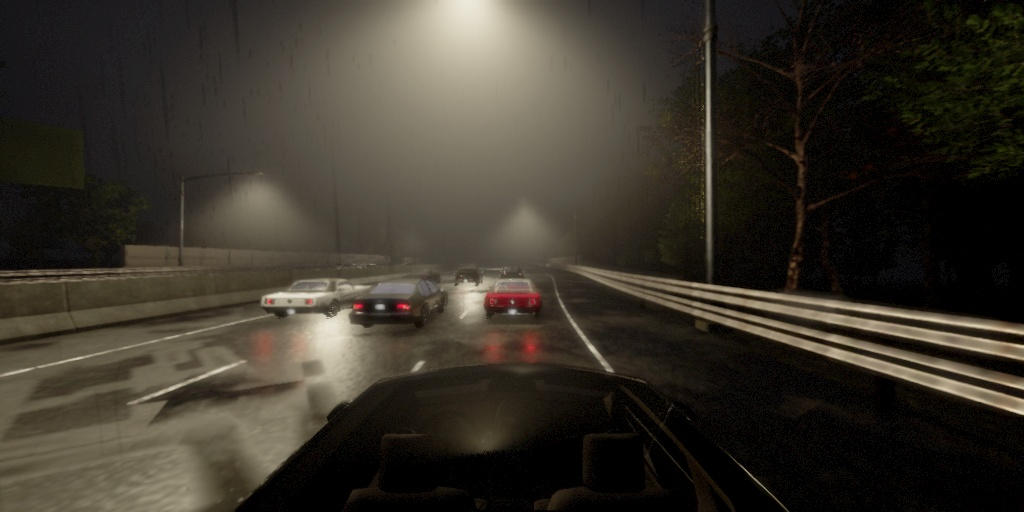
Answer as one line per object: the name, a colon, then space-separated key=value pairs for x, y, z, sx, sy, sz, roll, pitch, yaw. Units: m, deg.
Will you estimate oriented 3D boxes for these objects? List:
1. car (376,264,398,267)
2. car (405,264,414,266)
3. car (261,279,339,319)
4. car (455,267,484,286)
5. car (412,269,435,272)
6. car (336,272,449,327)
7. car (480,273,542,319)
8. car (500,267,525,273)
car: x=-21.017 y=2.062 z=61.909 sx=2.128 sy=1.511 sz=4.902 roll=0 pitch=-1 yaw=1
car: x=-17.521 y=2.073 z=62.011 sx=1.837 sy=1.490 sz=4.892 roll=0 pitch=-1 yaw=1
car: x=-6.959 y=1.503 z=13.559 sx=1.895 sy=1.301 sz=4.718 roll=0 pitch=-1 yaw=0
car: x=-3.451 y=1.616 z=29.182 sx=1.837 sy=1.490 sz=4.892 roll=0 pitch=0 yaw=0
car: x=-6.957 y=1.702 z=28.552 sx=1.895 sy=1.301 sz=4.718 roll=0 pitch=-1 yaw=0
car: x=-3.471 y=1.430 z=12.005 sx=2.033 sy=1.411 sz=5.357 roll=0 pitch=-1 yaw=1
car: x=0.041 y=1.503 z=13.552 sx=1.895 sy=1.301 sz=4.718 roll=0 pitch=-1 yaw=0
car: x=0.048 y=1.601 z=29.166 sx=2.128 sy=1.511 sz=4.902 roll=0 pitch=-1 yaw=0
